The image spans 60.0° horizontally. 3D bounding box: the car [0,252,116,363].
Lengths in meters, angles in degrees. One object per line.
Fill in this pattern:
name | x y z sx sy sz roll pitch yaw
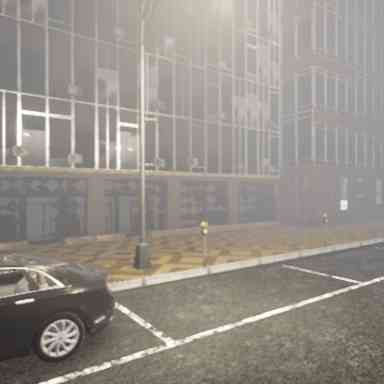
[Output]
car | -3.203 1.552 4.276 4.403 1.369 2.008 0 0 -35
